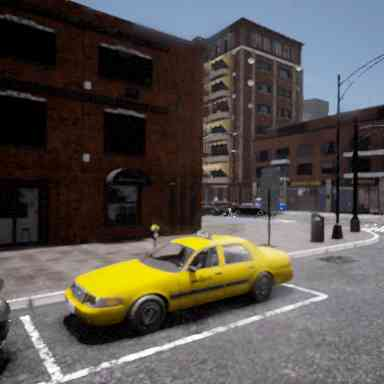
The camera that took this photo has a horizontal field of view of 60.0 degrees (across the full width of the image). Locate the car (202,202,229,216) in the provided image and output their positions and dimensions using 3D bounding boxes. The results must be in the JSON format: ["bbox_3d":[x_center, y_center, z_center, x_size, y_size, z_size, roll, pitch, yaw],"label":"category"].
[{"bbox_3d":[1.837,1.704,33.052,1.947,1.339,4.313,1,-1,-35],"label":"car"}]

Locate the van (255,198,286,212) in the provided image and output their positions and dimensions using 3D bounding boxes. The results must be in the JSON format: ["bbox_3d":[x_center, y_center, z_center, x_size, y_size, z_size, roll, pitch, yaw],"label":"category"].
[{"bbox_3d":[8.731,1.617,37.817,1.690,1.788,3.998,0,-1,-35],"label":"van"}]

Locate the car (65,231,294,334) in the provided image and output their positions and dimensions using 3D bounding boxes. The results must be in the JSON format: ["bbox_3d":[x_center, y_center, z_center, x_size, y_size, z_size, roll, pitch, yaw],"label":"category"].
[{"bbox_3d":[0.035,1.521,6.736,4.829,1.417,1.752,0,1,-35],"label":"car"}]

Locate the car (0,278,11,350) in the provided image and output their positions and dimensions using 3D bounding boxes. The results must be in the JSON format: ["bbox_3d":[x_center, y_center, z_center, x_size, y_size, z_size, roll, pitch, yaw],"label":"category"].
[{"bbox_3d":[-4.358,1.552,3.394,4.403,1.369,2.008,0,1,-35],"label":"car"}]

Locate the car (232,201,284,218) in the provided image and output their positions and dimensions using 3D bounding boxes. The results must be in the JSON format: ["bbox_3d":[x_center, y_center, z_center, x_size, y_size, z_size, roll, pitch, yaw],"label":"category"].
[{"bbox_3d":[6.021,1.751,31.741,1.895,1.301,4.718,1,-1,-35],"label":"car"}]
